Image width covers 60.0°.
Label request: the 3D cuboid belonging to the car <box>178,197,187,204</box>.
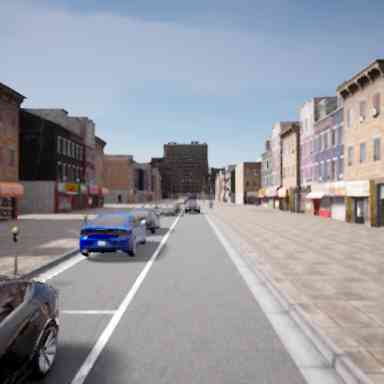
[{"bbox_3d":[-2.622,2.238,89.716,2.192,1.841,5.009,0,-1,0],"label":"car"}]

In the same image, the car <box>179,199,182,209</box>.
[{"bbox_3d":[-2.628,1.910,41.328,1.887,1.381,4.507,0,-1,0],"label":"car"}]

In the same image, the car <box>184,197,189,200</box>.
[{"bbox_3d":[0.008,2.005,53.988,1.837,1.490,4.892,0,-1,0],"label":"car"}]

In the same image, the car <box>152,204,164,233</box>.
[{"bbox_3d":[-3.021,1.692,20.582,1.812,1.442,4.674,0,-1,0],"label":"car"}]

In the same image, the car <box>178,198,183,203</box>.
[{"bbox_3d":[-2.627,1.968,46.822,1.887,1.381,4.507,0,-1,0],"label":"car"}]

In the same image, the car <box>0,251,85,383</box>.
[{"bbox_3d":[-2.630,1.588,2.871,1.947,1.339,4.313,1,0,0],"label":"car"}]

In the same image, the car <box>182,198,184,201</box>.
[{"bbox_3d":[-2.627,2.006,52.145,1.752,1.417,4.829,0,-1,0],"label":"car"}]

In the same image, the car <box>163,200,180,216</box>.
[{"bbox_3d":[-2.628,1.861,35.834,2.008,1.369,4.403,0,-1,0],"label":"car"}]

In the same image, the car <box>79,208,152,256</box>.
[{"bbox_3d":[-3.013,1.583,13.582,1.882,1.535,5.008,0,0,0],"label":"car"}]

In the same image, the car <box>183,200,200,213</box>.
[{"bbox_3d":[0.087,1.971,41.857,1.895,1.301,4.718,0,-1,0],"label":"car"}]
